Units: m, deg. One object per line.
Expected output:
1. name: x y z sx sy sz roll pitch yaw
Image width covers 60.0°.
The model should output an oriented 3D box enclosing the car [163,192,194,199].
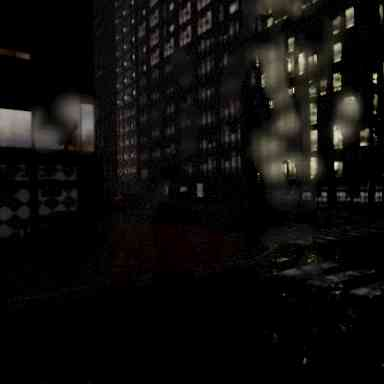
1. car: -1.659 0.892 39.664 2.192 1.841 5.009 -1 1 -35

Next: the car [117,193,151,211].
1. car: -5.777 1.194 35.438 2.128 1.511 4.902 -1 1 -35

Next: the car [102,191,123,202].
1. car: -13.998 0.724 58.214 2.097 1.767 4.553 -1 1 -35

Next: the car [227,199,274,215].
1. car: 5.113 1.207 29.822 1.752 1.417 4.829 -1 1 -35

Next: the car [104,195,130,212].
1. car: -8.522 1.311 34.865 1.947 1.339 4.313 -1 1 -35

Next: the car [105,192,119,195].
1. car: -12.240 1.004 50.308 1.837 1.490 4.892 -1 1 -34

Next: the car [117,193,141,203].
1. car: -10.001 0.937 52.504 1.837 1.490 4.892 -1 1 -35

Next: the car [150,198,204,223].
1. car: -0.870 1.412 23.860 2.008 1.369 4.403 -1 1 -35
